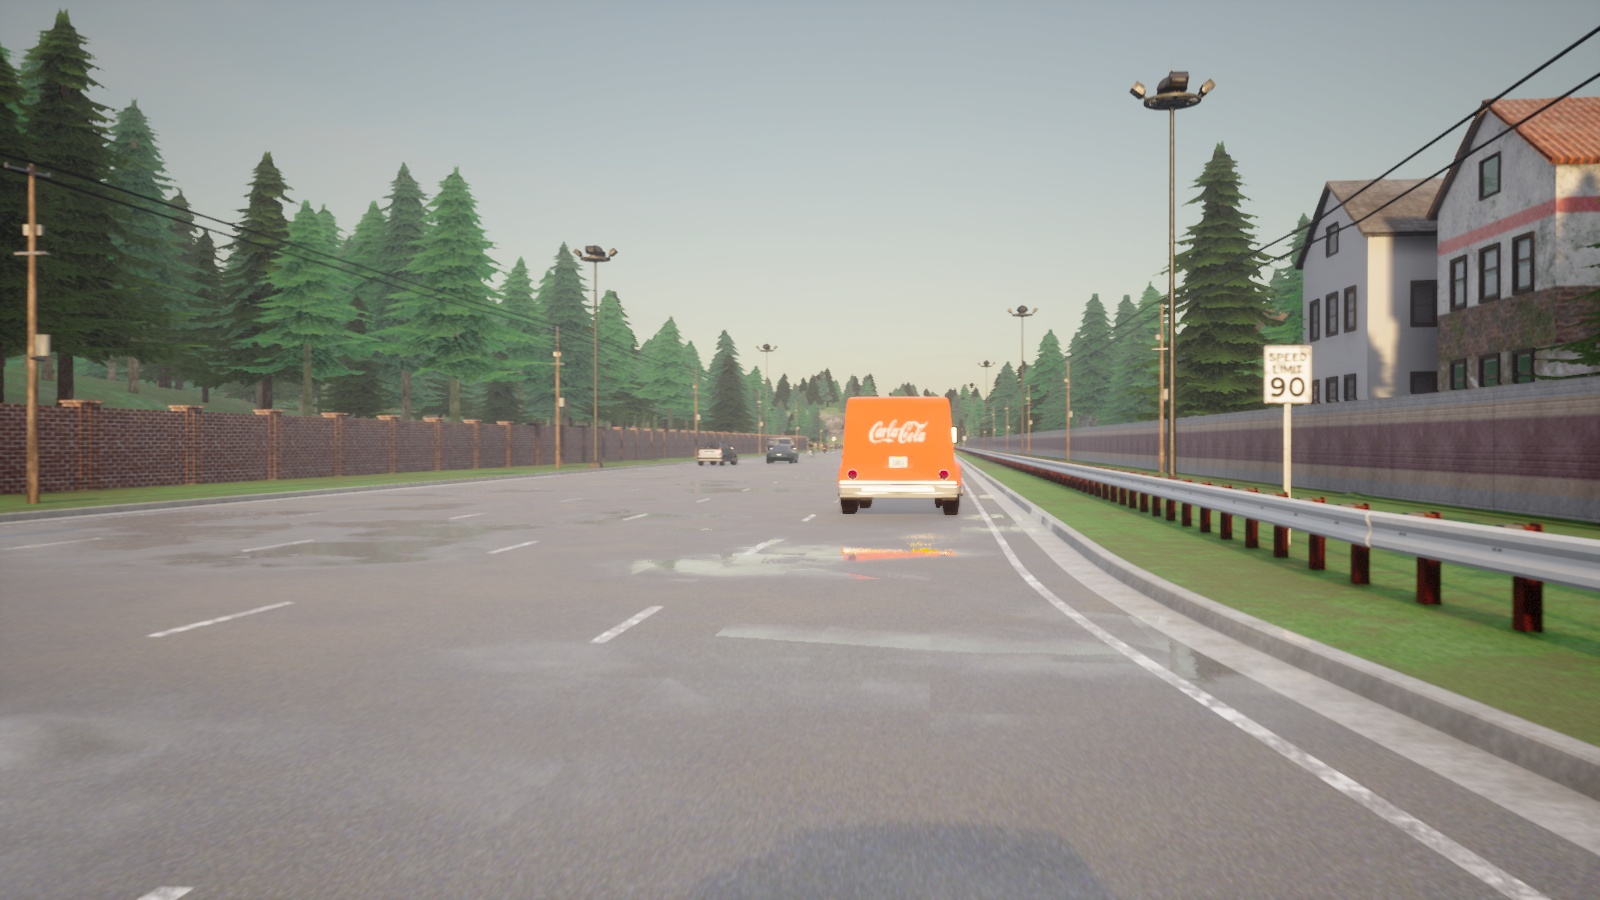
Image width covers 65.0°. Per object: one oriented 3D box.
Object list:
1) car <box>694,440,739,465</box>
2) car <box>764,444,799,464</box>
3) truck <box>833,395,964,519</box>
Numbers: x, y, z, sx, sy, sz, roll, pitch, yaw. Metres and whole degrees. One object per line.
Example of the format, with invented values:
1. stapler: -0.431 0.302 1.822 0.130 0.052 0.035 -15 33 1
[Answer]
1. car: -5.517 0.168 83.587 1.851 1.617 3.988 0 0 13
2. car: -1.327 0.292 91.745 1.994 1.385 4.181 0 0 6
3. truck: 2.246 0.110 27.766 2.627 2.467 5.204 0 1 6
